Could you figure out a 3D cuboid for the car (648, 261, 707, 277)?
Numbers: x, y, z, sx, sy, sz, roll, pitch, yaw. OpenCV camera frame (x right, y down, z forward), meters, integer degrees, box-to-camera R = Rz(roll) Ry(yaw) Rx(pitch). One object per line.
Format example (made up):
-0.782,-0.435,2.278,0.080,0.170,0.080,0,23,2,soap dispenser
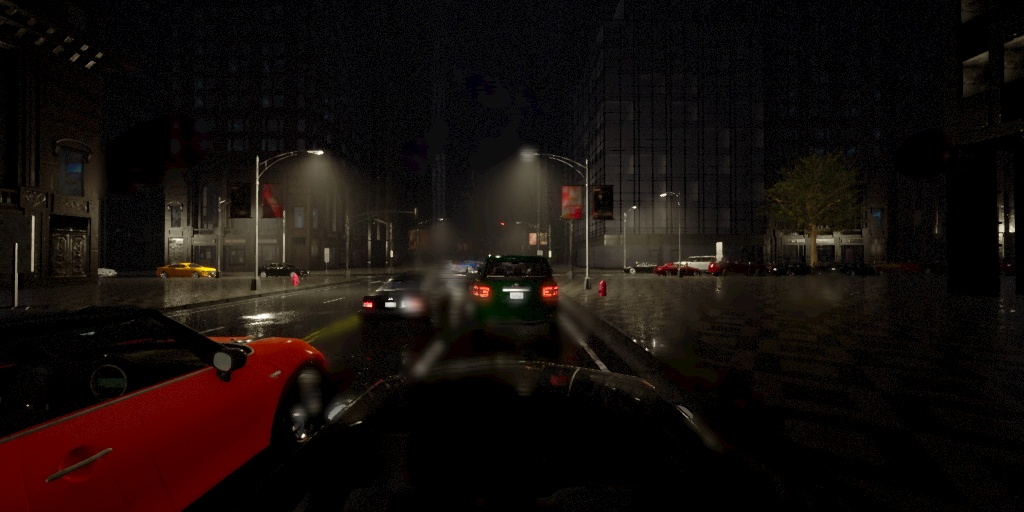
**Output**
15.363,1.327,33.357,4.207,1.307,1.802,0,0,-1,car

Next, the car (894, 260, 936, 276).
42.563,1.179,36.369,5.008,1.535,1.882,0,-1,0,car

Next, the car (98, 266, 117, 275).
-42.078,1.542,35.491,4.674,1.442,1.812,0,-1,0,car

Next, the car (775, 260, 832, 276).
26.639,1.276,33.515,4.313,1.339,1.948,0,0,-1,car

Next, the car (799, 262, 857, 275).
34.615,1.358,39.391,4.718,1.301,1.895,0,-1,-1,car

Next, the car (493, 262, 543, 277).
0.596,1.355,37.308,4.892,1.490,1.837,1,-2,-20,car

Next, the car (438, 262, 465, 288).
-3.126,1.280,21.474,2.128,1.511,4.902,0,0,0,car

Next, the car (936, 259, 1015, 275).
43.552,1.214,33.753,4.507,1.381,1.888,0,0,-1,car

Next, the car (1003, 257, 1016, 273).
49.191,0.973,33.832,5.009,1.841,2.192,0,0,-1,car

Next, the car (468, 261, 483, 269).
-6.465,1.599,64.056,2.033,1.411,5.357,0,0,1,car

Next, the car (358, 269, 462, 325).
-3.122,1.307,11.737,2.033,1.411,5.357,0,0,0,car

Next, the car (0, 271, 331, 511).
-3.147,1.102,2.326,2.097,1.767,4.553,0,0,0,car

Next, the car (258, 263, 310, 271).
-22.563,1.432,35.440,4.892,1.490,1.837,0,-1,0,car

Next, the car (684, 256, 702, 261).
20.230,1.020,39.205,5.566,2.045,2.150,0,-1,-1,car

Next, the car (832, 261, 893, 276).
32.276,1.260,33.594,4.313,1.339,1.948,0,0,-1,car

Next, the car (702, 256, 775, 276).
21.001,1.041,33.436,5.009,1.841,2.192,0,0,-1,car

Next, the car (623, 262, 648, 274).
15.245,1.413,41.881,4.313,1.339,1.948,0,0,-1,car

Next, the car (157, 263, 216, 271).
-32.079,1.448,35.465,5.008,1.535,1.882,0,-1,0,car

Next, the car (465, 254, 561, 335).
0.113,0.979,10.654,2.150,2.045,5.566,0,0,0,car
